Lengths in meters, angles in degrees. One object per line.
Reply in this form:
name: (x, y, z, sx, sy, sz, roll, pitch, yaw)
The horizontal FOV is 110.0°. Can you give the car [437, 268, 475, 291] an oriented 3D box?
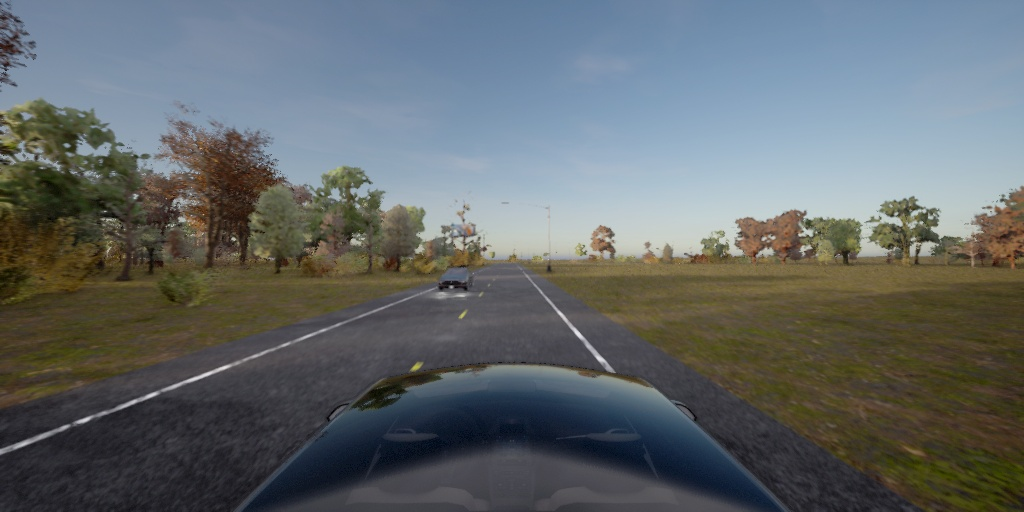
car: (-3.588, 1.493, 23.896, 2.033, 1.411, 5.357, 0, -1, 0)
